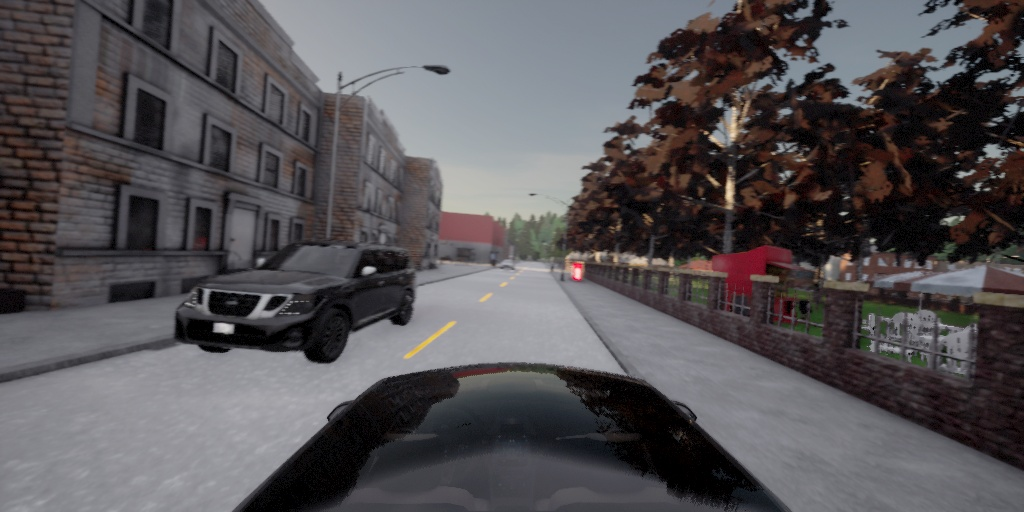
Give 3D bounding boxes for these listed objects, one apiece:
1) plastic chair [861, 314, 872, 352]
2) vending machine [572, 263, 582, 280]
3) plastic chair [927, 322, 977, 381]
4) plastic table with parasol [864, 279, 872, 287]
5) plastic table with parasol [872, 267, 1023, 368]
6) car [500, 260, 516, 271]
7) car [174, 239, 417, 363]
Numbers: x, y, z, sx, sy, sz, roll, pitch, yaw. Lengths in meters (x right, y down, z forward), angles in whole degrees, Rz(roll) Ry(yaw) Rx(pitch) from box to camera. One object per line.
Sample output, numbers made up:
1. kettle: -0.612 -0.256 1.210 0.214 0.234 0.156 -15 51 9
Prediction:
1. plastic chair: 8.551 2.000 8.155 0.750 1.272 0.730 0 0 -36
2. vending machine: 6.577 1.707 36.642 1.100 2.100 0.880 0 0 4
3. plastic chair: 8.136 1.967 6.446 0.730 1.272 0.750 0 0 -36
4. plastic table with parasol: 12.114 1.672 10.729 2.482 2.480 2.482 0 0 -36
5. plastic table with parasol: 9.205 1.445 7.105 2.482 2.480 2.482 0 0 -36
6. car: -0.617 1.279 51.797 1.812 1.442 4.674 4 0 5
7. car: -3.821 0.681 7.786 2.150 2.045 5.566 4 0 4
